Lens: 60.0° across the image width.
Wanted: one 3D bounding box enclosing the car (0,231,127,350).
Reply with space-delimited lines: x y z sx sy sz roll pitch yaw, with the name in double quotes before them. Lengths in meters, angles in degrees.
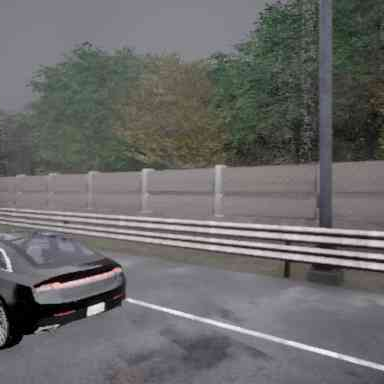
"car" -3.372 1.497 6.280 4.902 1.511 2.128 0 0 36
